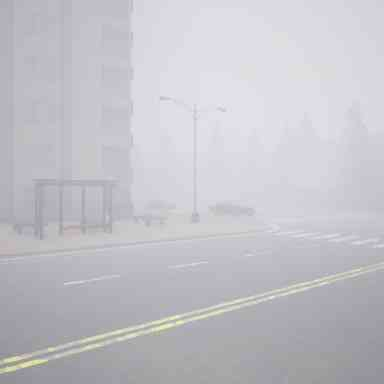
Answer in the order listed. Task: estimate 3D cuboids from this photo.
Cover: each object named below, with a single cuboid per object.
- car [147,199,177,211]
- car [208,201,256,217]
[{"bbox_3d":[-3.647,1.508,40.497,1.994,1.385,4.181,0,0,-41],"label":"car"},{"bbox_3d":[3.673,1.545,30.884,1.895,1.301,4.718,0,0,-36],"label":"car"}]
